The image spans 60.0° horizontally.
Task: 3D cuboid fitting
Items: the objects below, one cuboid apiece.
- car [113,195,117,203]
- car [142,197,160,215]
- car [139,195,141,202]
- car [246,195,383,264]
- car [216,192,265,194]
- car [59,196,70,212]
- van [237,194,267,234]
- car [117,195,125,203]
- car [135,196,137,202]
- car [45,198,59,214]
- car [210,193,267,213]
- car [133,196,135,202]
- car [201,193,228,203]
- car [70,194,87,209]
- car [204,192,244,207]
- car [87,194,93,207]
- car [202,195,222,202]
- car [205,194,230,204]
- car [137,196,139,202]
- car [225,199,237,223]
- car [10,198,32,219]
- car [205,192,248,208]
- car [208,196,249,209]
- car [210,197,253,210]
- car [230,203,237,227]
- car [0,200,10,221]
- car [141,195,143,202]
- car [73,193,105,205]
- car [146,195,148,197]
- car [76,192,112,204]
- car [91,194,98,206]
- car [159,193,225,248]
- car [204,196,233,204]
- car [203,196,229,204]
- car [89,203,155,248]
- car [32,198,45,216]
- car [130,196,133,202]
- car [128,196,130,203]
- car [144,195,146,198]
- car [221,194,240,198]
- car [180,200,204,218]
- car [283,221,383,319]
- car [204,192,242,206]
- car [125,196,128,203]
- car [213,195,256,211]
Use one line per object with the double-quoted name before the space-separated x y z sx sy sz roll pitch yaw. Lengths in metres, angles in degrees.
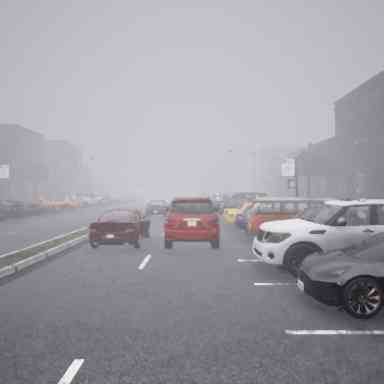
"car" -15.759 1.265 56.739 4.553 1.767 2.185 0 -1 0
"car" -3.000 1.437 29.650 1.812 1.442 4.674 0 0 0
"car" -15.737 1.742 81.869 5.008 1.535 2.097 0 -1 0
"car" 4.612 1.215 9.542 5.566 2.045 2.435 0 0 0
"car" 4.612 1.120 31.607 5.566 2.045 2.435 0 0 0
"car" -15.838 1.345 34.648 5.008 1.535 2.097 0 0 0
"van" 4.523 1.226 15.059 4.442 1.987 1.878 0 0 0
"car" -15.786 1.465 62.417 4.892 1.521 2.231 0 -1 0
"car" -15.747 1.658 76.187 4.892 1.521 2.231 0 -1 0
"car" -15.844 1.365 31.744 4.892 1.521 2.231 0 0 0
"car" 4.669 1.104 34.364 5.566 2.045 2.435 0 0 0
"car" -15.764 1.616 73.407 5.008 1.535 2.097 0 -1 0
"car" 4.669 1.318 70.193 5.566 2.045 2.435 0 -1 0
"car" -16.007 1.315 40.205 5.366 1.575 1.946 0 0 0
"car" 4.612 1.080 48.141 5.566 2.045 2.435 0 0 0
"car" -15.819 1.351 42.975 4.674 1.452 2.002 0 0 0
"car" 4.609 1.560 78.462 4.553 1.767 2.185 0 -1 0
"car" 4.671 1.337 61.920 4.553 1.767 2.185 0 -1 0
"car" -15.777 1.727 78.964 4.792 1.488 2.163 0 -1 0
"car" 4.825 1.427 20.575 5.366 1.575 1.946 0 0 0
"car" -15.843 1.398 26.185 5.008 1.535 2.097 0 0 0
"car" 4.612 1.074 45.388 5.566 2.045 2.435 0 0 0
"car" 4.635 1.322 42.630 5.008 1.535 2.097 0 0 0
"car" 4.669 1.360 39.878 4.792 1.488 2.163 0 0 0
"car" 4.638 1.482 17.819 4.674 1.452 2.002 0 0 0
"car" -15.885 1.288 23.406 4.553 1.767 2.185 0 0 0
"car" -15.743 1.786 84.648 4.892 1.521 2.231 0 -1 0
"car" -15.992 1.319 48.407 5.366 1.575 1.946 0 0 0
"car" -15.728 1.919 92.859 4.892 1.521 2.231 0 -1 0
"car" -15.772 1.086 51.187 5.566 2.045 2.435 0 0 0
"car" -15.809 1.353 45.633 4.674 1.452 2.002 0 0 0
"car" 0.000 1.231 14.680 2.150 2.045 5.566 0 0 0
"car" 4.635 1.427 59.161 5.008 1.535 2.097 0 -1 0
"car" 4.669 1.527 64.675 4.792 1.488 2.163 0 -1 0
"car" -3.000 1.458 14.649 1.882 1.535 5.008 0 0 0
"car" -15.873 1.410 28.965 4.792 1.488 2.163 0 0 0
"car" -15.734 1.606 70.629 4.792 1.488 2.163 0 -1 0
"car" -15.741 1.413 67.860 4.553 1.767 2.185 0 -1 0
"car" -15.756 1.902 90.080 4.792 1.488 2.163 0 -1 0
"car" 4.609 1.262 28.850 4.553 1.767 2.185 0 0 0
"car" 0.000 1.476 29.650 1.994 1.385 4.181 0 0 0
"car" 4.611 1.501 6.785 4.792 1.488 2.163 0 0 0
"car" 4.612 1.096 50.898 5.566 2.045 2.435 0 0 0
"car" -15.959 1.499 65.197 5.366 1.575 1.946 0 -1 0
"car" 4.671 1.214 37.120 4.553 1.767 2.185 0 0 0
